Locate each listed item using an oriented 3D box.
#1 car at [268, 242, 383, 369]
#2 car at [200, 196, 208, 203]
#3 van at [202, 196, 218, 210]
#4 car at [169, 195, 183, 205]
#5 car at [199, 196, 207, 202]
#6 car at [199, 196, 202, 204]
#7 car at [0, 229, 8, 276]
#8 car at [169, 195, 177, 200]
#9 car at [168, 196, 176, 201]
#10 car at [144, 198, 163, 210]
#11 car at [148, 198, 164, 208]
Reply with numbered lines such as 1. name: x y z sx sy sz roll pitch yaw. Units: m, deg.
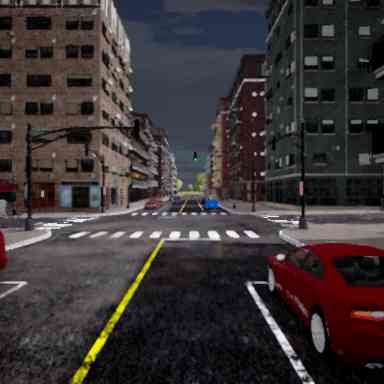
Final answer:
1. car: 2.564 1.551 5.860 1.887 1.381 4.507 0 0 0
2. car: 2.567 1.585 72.075 1.752 1.417 4.829 0 0 0
3. van: 2.566 1.384 43.903 1.690 1.788 3.998 0 0 0
4. car: -2.748 1.406 61.766 2.097 1.767 4.553 0 0 0
5. car: 2.568 1.643 77.506 1.802 1.307 4.206 0 0 0
6. car: 2.567 1.620 60.705 1.947 1.339 4.313 0 0 0
7. car: -5.317 1.323 5.861 2.192 1.841 5.009 0 0 0
8. car: -5.279 1.631 94.392 1.947 1.339 4.313 0 0 0
9. car: -5.279 1.647 88.791 1.802 1.307 4.206 0 0 0
10. car: -5.281 1.626 44.065 1.802 1.307 4.206 0 0 0
11. car: -5.281 1.592 49.653 1.887 1.381 4.507 0 0 0
